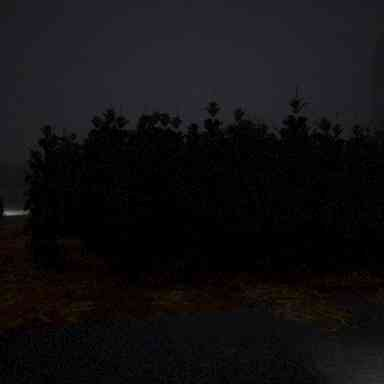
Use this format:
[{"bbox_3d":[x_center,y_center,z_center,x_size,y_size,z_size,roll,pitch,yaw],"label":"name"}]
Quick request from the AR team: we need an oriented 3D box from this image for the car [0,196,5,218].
[{"bbox_3d":[-9.662,0.570,14.635,1.837,1.490,4.892,1,2,-18],"label":"car"}]
